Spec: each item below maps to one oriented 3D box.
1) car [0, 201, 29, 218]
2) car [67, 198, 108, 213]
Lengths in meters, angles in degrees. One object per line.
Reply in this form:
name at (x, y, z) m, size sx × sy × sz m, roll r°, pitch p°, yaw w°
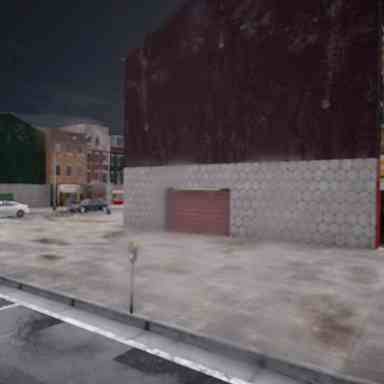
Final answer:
car at (-16.564, 1.542, 28.793) m, size 1.812 × 1.442 × 4.674 m, roll 1°, pitch 1°, yaw 34°
car at (-11.227, 1.484, 36.254) m, size 1.837 × 1.490 × 4.892 m, roll 1°, pitch 1°, yaw 36°
